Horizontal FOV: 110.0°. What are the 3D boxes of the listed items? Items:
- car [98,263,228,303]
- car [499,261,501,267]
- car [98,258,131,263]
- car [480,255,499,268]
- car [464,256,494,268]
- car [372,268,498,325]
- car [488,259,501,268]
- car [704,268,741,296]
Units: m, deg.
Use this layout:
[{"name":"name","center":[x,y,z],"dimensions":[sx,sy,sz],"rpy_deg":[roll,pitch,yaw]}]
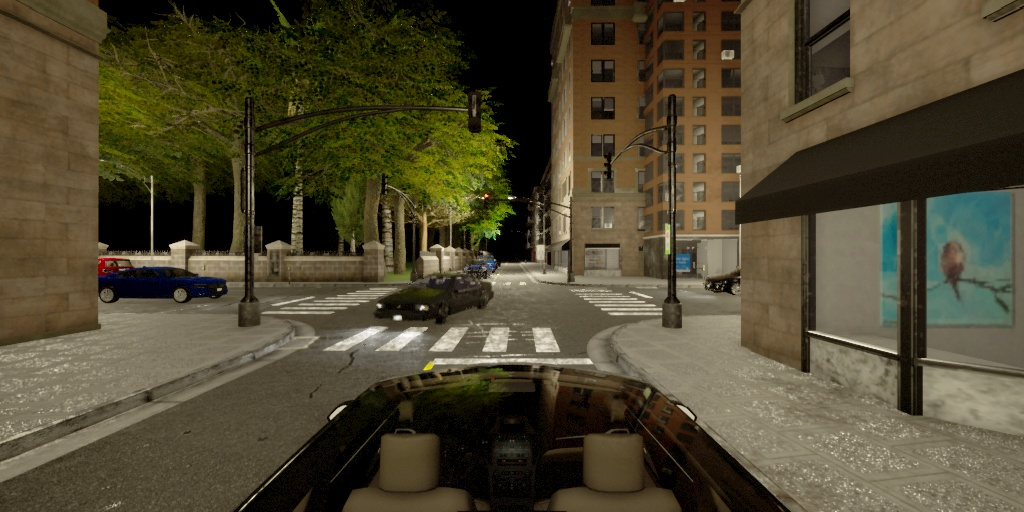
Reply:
[{"name":"car","center":[-15.471,1.212,15.897],"dimensions":[5.008,1.535,1.882],"rpy_deg":[0,0,0]},{"name":"car","center":[-3.018,1.171,51.989],"dimensions":[1.882,1.535,5.008],"rpy_deg":[0,0,0]},{"name":"car","center":[-25.922,1.035,21.815],"dimensions":[5.009,1.841,2.192],"rpy_deg":[0,0,1]},{"name":"car","center":[-3.045,0.935,41.962],"dimensions":[2.150,2.045,5.566],"rpy_deg":[0,0,0]},{"name":"car","center":[-3.088,1.083,32.199],"dimensions":[2.097,1.767,4.553],"rpy_deg":[0,0,1]},{"name":"car","center":[-2.299,1.297,12.285],"dimensions":[2.033,1.411,5.357],"rpy_deg":[0,0,18]},{"name":"car","center":[-2.972,1.238,62.012],"dimensions":[1.994,1.385,4.181],"rpy_deg":[0,0,0]},{"name":"car","center":[12.682,1.266,18.716],"dimensions":[4.892,1.490,1.837],"rpy_deg":[-1,0,1]}]
